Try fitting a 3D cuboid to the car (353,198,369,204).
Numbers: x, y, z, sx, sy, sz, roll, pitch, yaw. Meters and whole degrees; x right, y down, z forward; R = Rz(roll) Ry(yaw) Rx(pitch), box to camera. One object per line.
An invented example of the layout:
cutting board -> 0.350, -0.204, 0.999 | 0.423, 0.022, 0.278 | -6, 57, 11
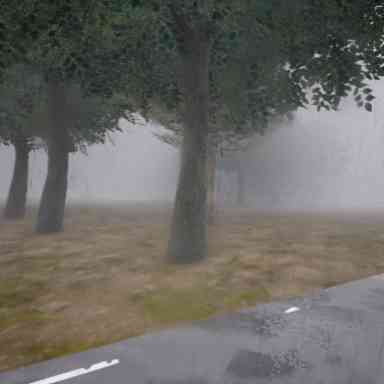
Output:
car -> 38.844, 2.005, 75.784 | 2.033, 1.411, 5.357 | 1, -1, 16
